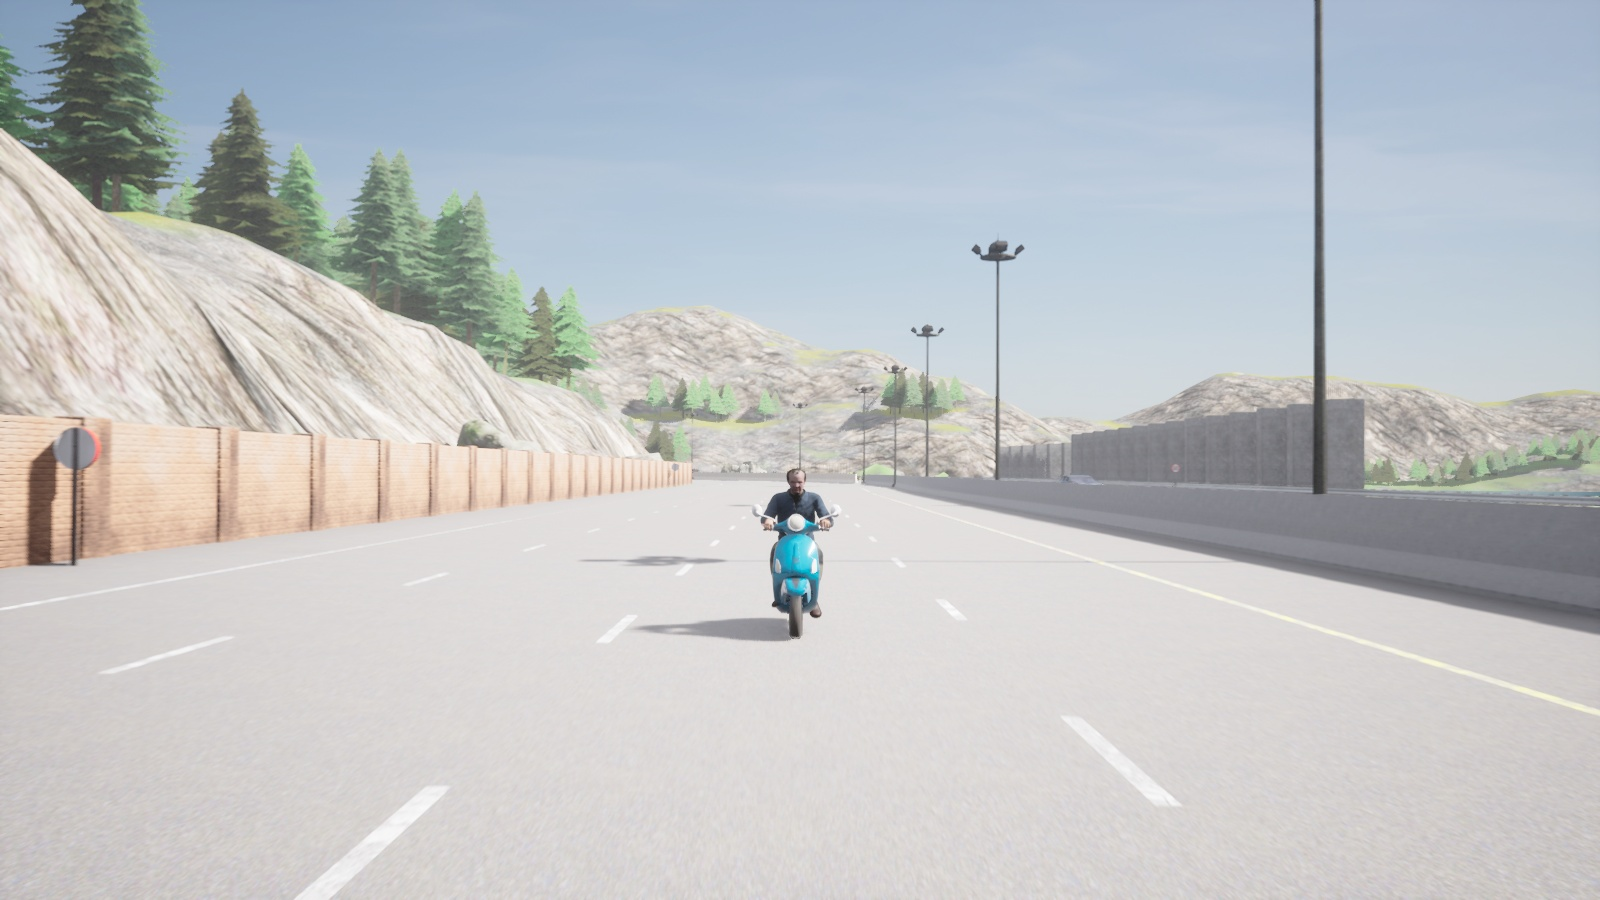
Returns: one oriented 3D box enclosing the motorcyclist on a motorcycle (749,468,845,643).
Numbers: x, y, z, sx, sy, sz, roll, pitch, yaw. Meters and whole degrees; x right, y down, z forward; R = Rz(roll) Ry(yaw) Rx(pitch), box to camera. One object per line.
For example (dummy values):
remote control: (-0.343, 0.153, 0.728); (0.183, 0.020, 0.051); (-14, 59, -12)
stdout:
motorcyclist on a motorcycle: (-0.030, 0.973, 12.342); (0.866, 1.590, 1.817); (0, -1, 0)

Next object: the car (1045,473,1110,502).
car: (13.851, 1.850, 62.989); (2.033, 1.411, 5.357); (0, -1, 0)
